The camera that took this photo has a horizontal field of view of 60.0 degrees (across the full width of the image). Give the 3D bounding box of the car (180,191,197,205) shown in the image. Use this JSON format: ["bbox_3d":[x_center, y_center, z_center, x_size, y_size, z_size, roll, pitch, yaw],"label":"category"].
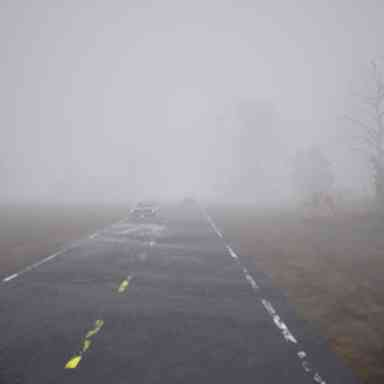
[{"bbox_3d":[-0.367,1.000,44.876,1.812,1.442,4.674,0,1,-1],"label":"car"}]

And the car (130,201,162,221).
[{"bbox_3d":[-3.348,1.321,24.668,1.895,1.301,4.718,0,1,-1],"label":"car"}]
